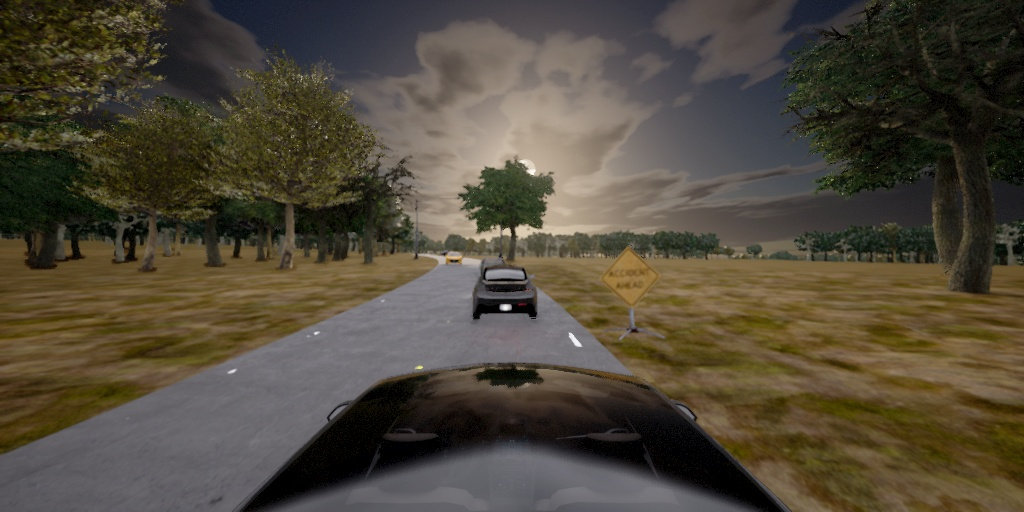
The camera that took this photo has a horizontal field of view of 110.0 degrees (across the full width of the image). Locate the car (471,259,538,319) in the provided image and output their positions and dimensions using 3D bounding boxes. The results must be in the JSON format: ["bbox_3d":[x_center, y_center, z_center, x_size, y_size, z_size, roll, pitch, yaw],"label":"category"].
[{"bbox_3d":[-0.272,1.013,11.705,1.837,1.490,4.892,0,2,-3],"label":"car"}]

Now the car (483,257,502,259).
[{"bbox_3d":[-1.461,0.751,26.859,1.895,1.301,4.718,0,1,-6],"label":"car"}]

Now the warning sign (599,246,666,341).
[{"bbox_3d":[2.536,0.724,7.524,1.300,1.860,1.060,0,0,-2],"label":"warning sign"}]

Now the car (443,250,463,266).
[{"bbox_3d":[-6.760,0.263,41.932,1.882,1.535,5.008,1,1,-10],"label":"car"}]
